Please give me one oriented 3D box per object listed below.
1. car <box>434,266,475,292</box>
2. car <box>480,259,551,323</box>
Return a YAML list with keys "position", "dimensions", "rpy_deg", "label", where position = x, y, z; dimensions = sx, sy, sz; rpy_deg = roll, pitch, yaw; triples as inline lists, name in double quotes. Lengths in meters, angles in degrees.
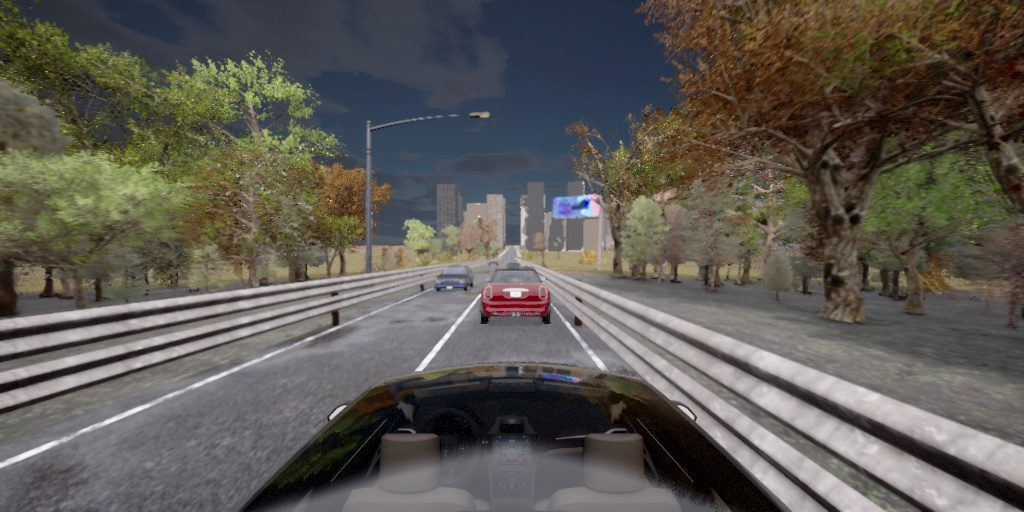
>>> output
- position: [-3.342, 1.301, 21.786]
  dimensions: [2.033, 1.411, 5.357]
  rpy_deg: [0, 0, 0]
  label: "car"
- position: [0.105, 1.103, 12.294]
  dimensions: [2.097, 1.767, 4.553]
  rpy_deg: [0, 0, 0]
  label: "car"
